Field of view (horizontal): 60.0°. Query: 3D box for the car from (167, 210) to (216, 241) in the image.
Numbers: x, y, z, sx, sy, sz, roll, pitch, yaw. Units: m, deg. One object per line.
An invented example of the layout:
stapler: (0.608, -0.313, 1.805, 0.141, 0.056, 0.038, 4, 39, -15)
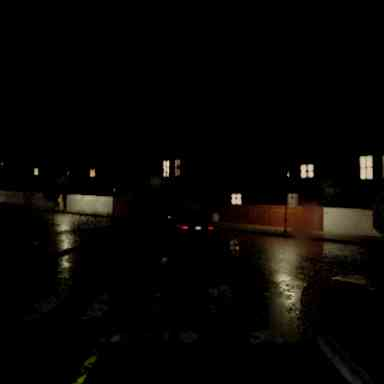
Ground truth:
car: (-0.147, 1.622, 17.121, 2.033, 1.411, 5.357, 2, 0, -9)
